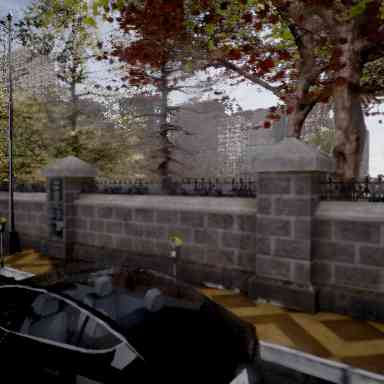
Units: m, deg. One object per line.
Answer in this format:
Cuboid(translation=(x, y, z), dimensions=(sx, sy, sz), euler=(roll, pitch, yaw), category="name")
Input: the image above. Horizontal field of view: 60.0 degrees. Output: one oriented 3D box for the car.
Cuboid(translation=(-1.353, 1.485, 3.713), dimensions=(4.313, 1.339, 1.947), euler=(1, 1, 35), category="car")
